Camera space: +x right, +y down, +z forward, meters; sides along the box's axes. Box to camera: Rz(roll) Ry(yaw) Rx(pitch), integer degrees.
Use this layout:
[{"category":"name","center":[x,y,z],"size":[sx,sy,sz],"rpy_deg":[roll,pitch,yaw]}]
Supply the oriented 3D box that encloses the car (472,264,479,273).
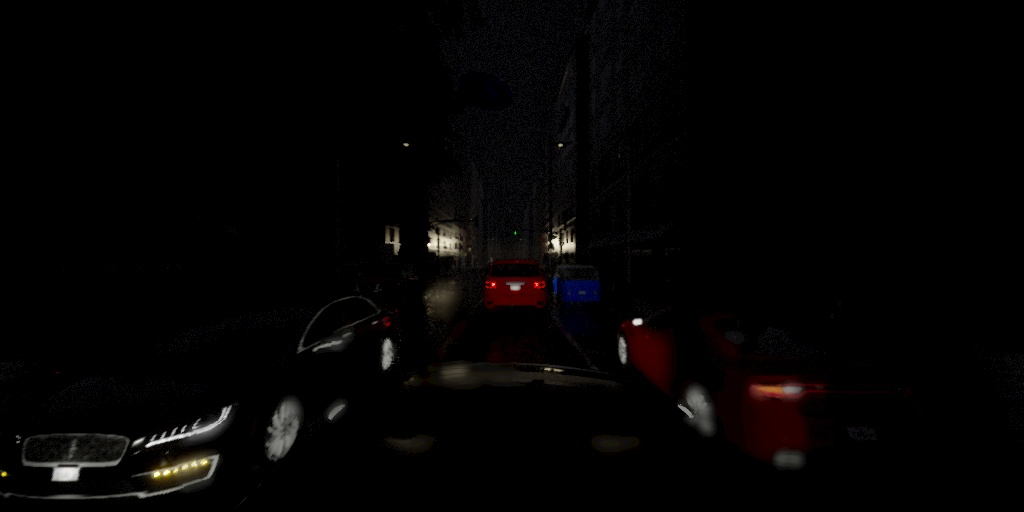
[{"category":"car","center":[-5.645,1.996,59.944],"size":[1.751,1.417,4.829],"rpy_deg":[0,0,0]}]

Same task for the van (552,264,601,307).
[{"category":"van","center":[2.862,1.280,16.465],"size":[1.690,1.789,3.998],"rpy_deg":[0,0,0]}]

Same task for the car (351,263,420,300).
[{"category":"car","center":[-5.663,1.253,16.428],"size":[2.192,1.841,5.009],"rpy_deg":[0,0,0]}]

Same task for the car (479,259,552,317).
[{"category":"car","center":[0.107,1.131,14.103],"size":[2.150,2.045,5.566],"rpy_deg":[0,-1,0]}]

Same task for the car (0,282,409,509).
[{"category":"car","center":[-3.098,1.297,4.922],"size":[1.837,1.490,4.892],"rpy_deg":[0,-1,0]}]

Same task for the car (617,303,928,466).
[{"category":"car","center":[2.857,1.340,5.144],"size":[1.888,1.381,4.507],"rpy_deg":[0,0,0]}]
